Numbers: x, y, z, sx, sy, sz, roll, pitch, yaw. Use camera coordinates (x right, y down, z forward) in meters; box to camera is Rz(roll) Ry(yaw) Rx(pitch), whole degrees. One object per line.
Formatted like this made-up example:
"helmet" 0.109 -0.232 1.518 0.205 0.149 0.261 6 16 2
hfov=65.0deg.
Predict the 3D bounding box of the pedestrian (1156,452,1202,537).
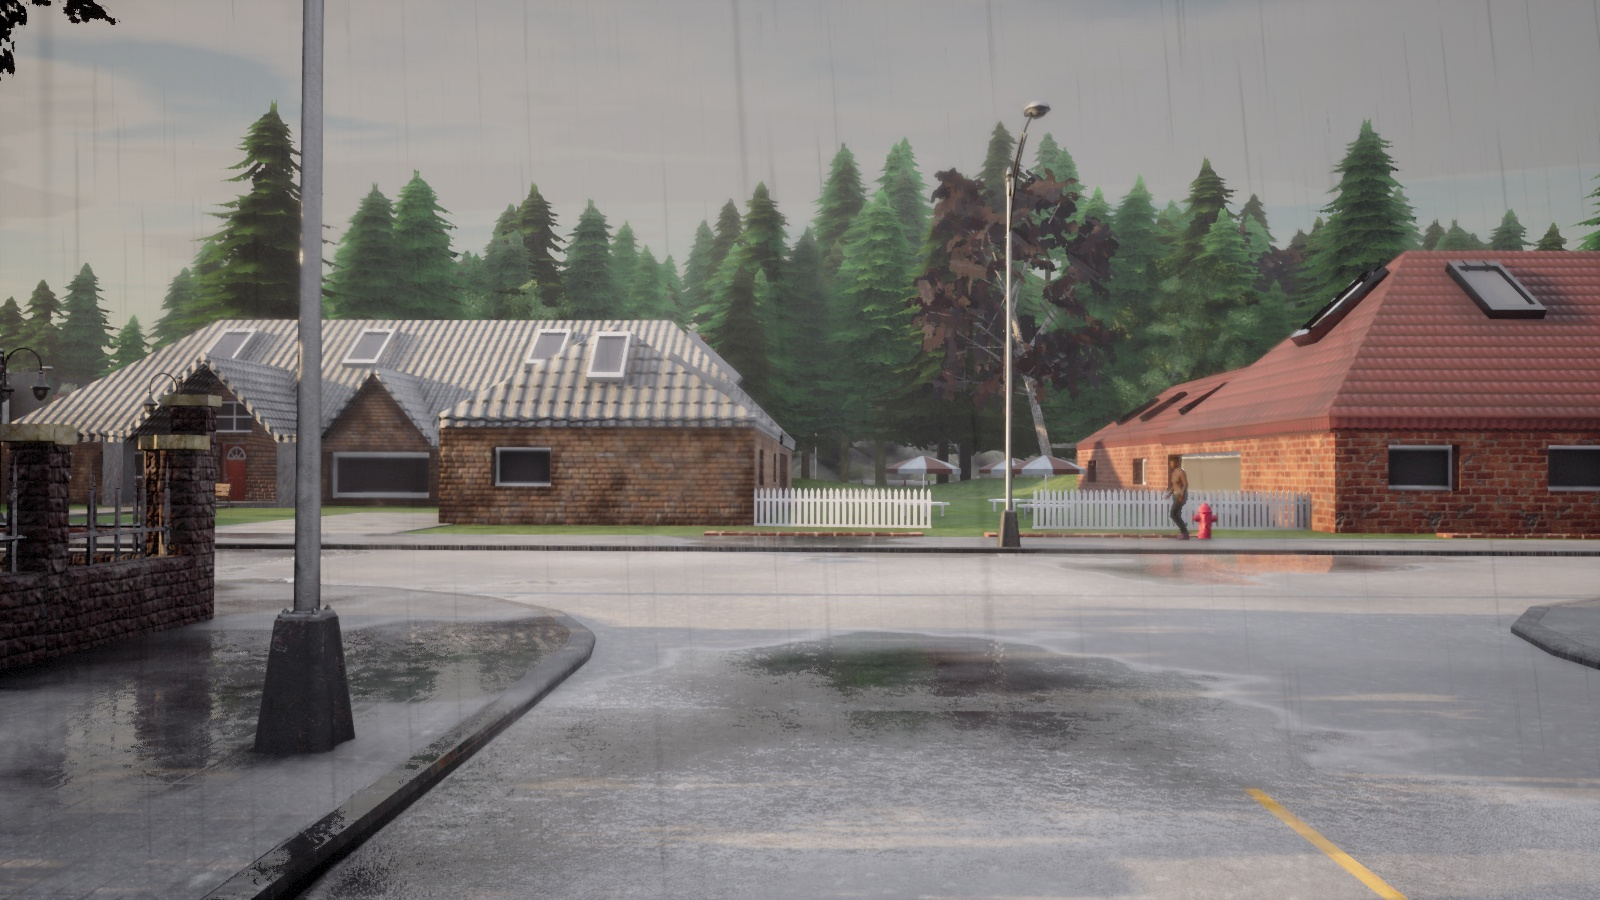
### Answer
"pedestrian" 8.080 0.939 26.781 0.869 1.805 0.328 0 -1 0
